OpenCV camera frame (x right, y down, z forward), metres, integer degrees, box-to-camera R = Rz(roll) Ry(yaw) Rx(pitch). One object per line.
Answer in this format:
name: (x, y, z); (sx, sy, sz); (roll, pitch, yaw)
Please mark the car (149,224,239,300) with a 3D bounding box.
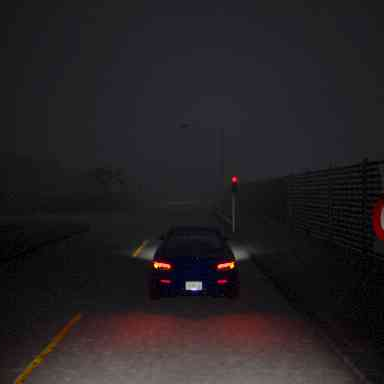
car: (0.055, 1.525, 8.290); (1.812, 1.442, 4.674); (0, 0, 1)
